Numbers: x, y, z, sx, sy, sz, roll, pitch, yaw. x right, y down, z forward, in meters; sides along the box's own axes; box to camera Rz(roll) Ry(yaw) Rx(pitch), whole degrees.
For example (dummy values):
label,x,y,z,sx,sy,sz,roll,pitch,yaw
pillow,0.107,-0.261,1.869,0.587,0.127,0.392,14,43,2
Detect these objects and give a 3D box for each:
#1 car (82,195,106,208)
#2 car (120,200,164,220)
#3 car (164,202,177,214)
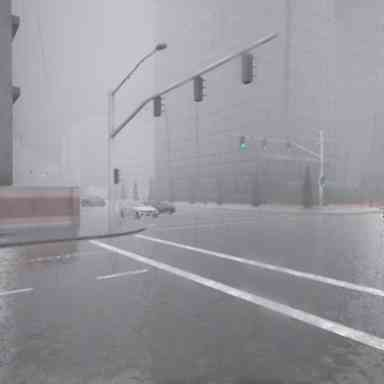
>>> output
label,x,y,z,sx,sy,sz,roll,pitch,yaw
car,-13.832,1.257,46.794,2.097,1.767,4.553,0,0,-36
car,-4.531,1.451,27.926,1.812,1.442,4.674,0,0,-36
car,-3.642,1.451,32.672,2.033,1.411,5.357,0,0,-36
